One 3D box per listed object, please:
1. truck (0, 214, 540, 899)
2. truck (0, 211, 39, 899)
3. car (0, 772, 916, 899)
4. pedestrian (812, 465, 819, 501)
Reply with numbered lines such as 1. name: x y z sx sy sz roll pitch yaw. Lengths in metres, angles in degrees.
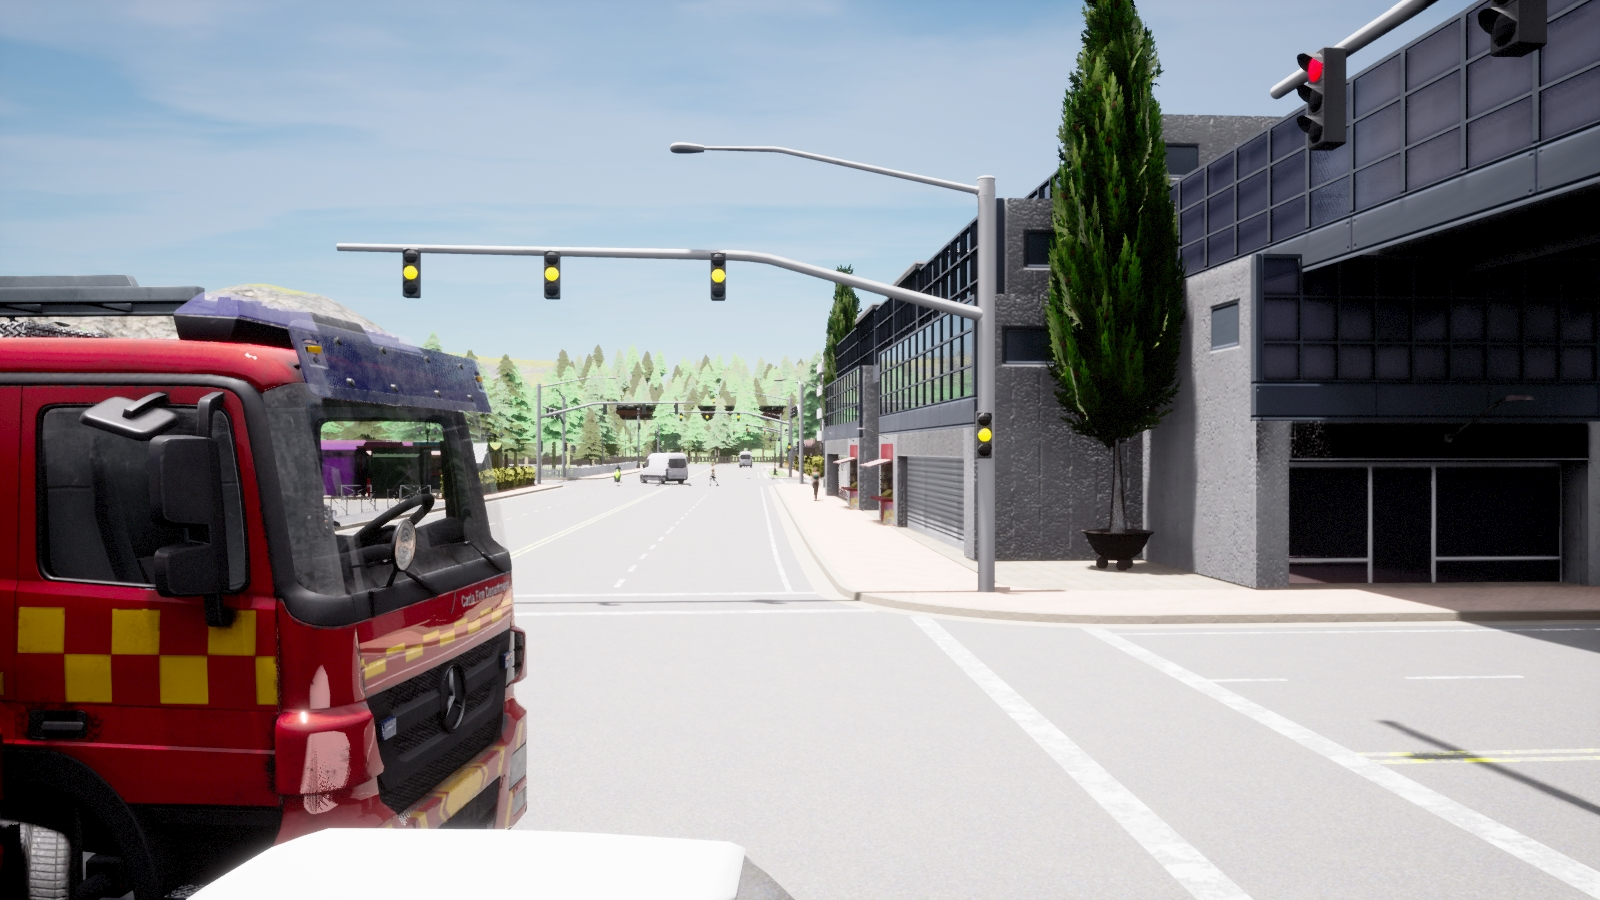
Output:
1. truck: -6.102 0.890 6.659 8.468 3.827 2.891 0 0 4
2. truck: -7.587 0.890 3.490 8.468 3.827 2.891 0 0 -3
3. car: -1.549 2.065 3.579 3.806 1.475 1.970 0 0 5
4. pedestrian: 0.792 1.696 58.607 0.375 1.860 0.375 0 0 0
